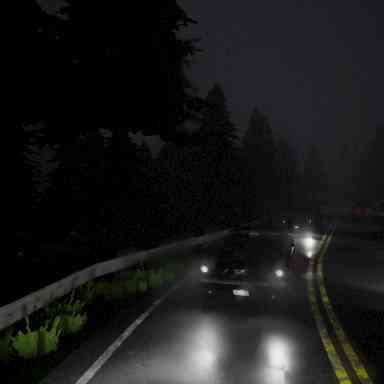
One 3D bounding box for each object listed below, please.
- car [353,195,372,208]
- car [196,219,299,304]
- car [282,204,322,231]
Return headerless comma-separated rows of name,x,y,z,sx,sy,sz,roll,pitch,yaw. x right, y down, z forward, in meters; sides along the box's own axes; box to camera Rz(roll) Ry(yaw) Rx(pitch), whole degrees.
car,20.698,1.057,40.218,2.128,1.511,4.902,-2,0,28
car,1.607,1.599,8.430,1.895,1.301,4.718,-1,0,18
car,6.708,1.460,20.062,2.033,1.411,5.357,-2,0,26
